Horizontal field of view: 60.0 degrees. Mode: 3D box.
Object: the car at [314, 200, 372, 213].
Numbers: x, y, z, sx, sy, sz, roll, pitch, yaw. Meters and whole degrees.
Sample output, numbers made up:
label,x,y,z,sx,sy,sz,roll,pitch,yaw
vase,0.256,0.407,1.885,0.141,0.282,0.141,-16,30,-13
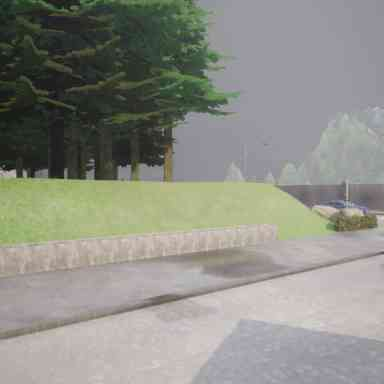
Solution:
label,x,y,z,sx,sy,sz,roll,pitch,yaw
car,13.231,1.478,29.442,1.882,1.535,5.008,0,0,-35
